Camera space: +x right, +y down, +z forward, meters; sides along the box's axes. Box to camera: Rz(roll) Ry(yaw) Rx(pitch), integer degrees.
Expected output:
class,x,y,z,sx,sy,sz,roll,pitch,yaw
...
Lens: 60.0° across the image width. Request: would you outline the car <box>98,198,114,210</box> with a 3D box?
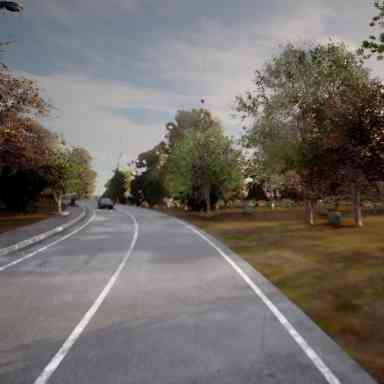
class,x,y,z,sx,sy,sz,roll,pitch,yaw
car,-11.618,1.556,44.653,2.033,1.411,5.357,2,1,-20
